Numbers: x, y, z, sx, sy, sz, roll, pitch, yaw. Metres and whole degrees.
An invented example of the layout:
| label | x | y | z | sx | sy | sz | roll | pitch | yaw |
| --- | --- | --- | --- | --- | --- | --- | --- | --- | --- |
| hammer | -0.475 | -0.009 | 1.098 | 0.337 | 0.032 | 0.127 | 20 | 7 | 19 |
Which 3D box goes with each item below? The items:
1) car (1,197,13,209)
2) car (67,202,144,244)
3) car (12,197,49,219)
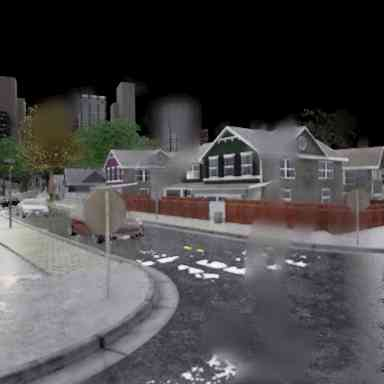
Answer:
| label | x | y | z | sx | sy | sz | roll | pitch | yaw |
| --- | --- | --- | --- | --- | --- | --- | --- | --- | --- |
| car | -21.135 | 1.214 | 38.909 | 1.895 | 1.301 | 4.718 | -1 | 1 | -32 |
| car | -4.112 | 1.257 | 15.477 | 2.097 | 1.767 | 4.553 | -1 | 1 | -39 |
| car | -13.068 | 1.285 | 27.118 | 1.812 | 1.442 | 4.674 | -1 | 1 | -36 |
